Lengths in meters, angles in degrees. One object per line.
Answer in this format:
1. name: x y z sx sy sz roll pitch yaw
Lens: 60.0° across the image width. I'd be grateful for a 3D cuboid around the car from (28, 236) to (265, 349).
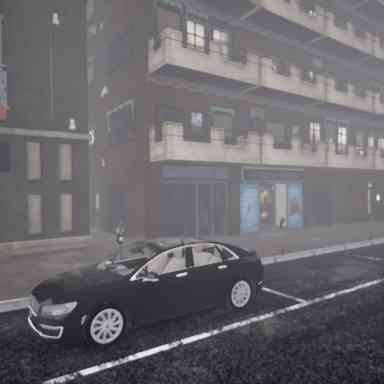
1. car: -0.577 1.547 6.129 4.403 1.369 2.008 0 -1 -35
